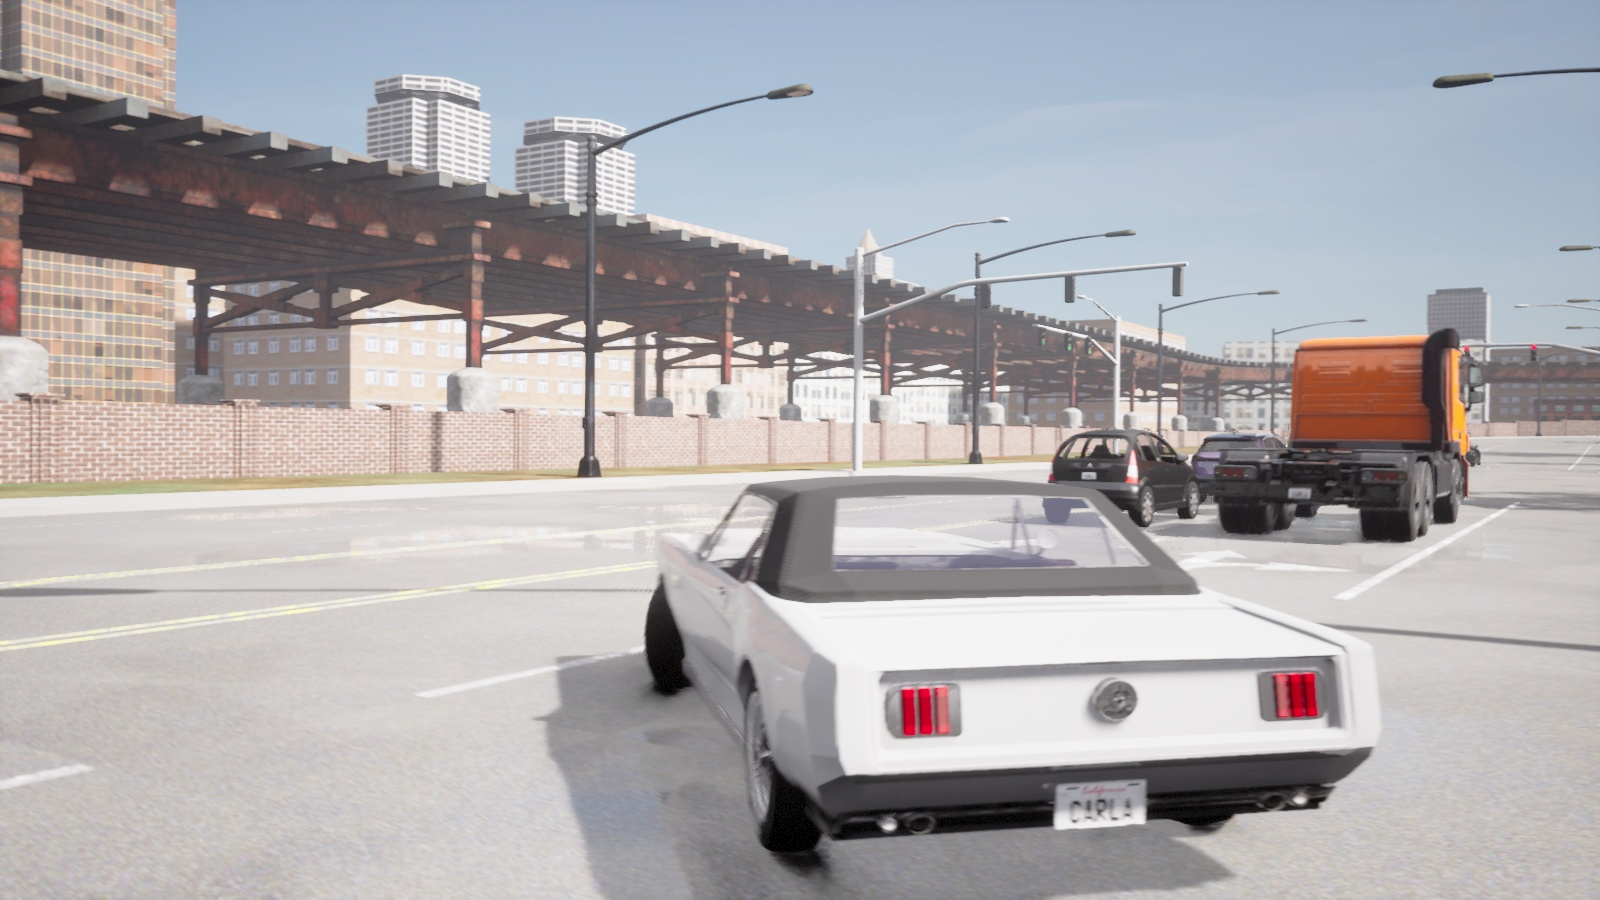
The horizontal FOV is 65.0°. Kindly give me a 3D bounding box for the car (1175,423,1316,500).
[{"bbox_3d":[10.551,0.209,29.514,2.033,1.649,4.856,0,1,33],"label":"car"}]

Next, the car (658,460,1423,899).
[{"bbox_3d":[0.506,0.754,5.993,1.895,1.301,4.718,-1,1,-12],"label":"car"}]

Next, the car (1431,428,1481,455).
[{"bbox_3d":[35.792,-0.470,68.459,1.994,1.385,4.181,0,2,33],"label":"car"}]

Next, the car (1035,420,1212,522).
[{"bbox_3d":[5.799,0.307,22.182,1.851,1.617,3.988,0,1,33],"label":"car"}]

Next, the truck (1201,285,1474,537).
[{"bbox_3d":[9.402,-0.592,21.318,2.891,3.462,7.936,0,1,33],"label":"truck"}]
